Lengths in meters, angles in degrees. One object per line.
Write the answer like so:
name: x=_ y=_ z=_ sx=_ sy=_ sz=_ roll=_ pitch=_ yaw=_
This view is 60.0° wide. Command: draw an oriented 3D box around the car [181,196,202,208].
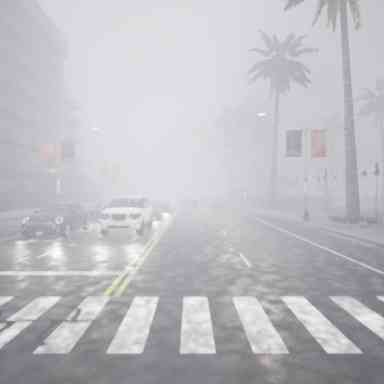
car: x=-0.155 y=1.406 z=45.967 sx=1.882 sy=1.535 sz=5.008 roll=0 pitch=0 yaw=-3

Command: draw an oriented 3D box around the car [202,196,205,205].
car: x=2.157 y=1.390 z=56.753 sx=1.882 sy=1.535 sz=5.008 roll=0 pitch=0 yaw=-12

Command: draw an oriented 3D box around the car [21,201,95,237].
car: x=-7.041 y=1.325 z=17.600 sx=2.097 sy=1.767 sz=4.553 roll=0 pitch=0 yaw=1

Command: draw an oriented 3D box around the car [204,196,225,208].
car: x=3.372 y=1.420 z=46.444 sx=2.128 sy=1.511 sz=4.902 roll=0 pitch=0 yaw=-4

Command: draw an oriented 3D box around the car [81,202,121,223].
car: x=-7.036 y=1.523 z=26.229 sx=1.994 sy=1.385 sz=4.181 roll=0 pitch=0 yaw=0

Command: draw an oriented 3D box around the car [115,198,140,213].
car: x=-7.000 y=1.469 z=36.380 sx=1.812 sy=1.442 sz=4.674 roll=0 pitch=0 yaw=0

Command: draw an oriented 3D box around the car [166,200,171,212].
car: x=-3.501 y=1.541 z=38.403 sx=1.895 sy=1.301 sz=4.718 roll=0 pitch=0 yaw=0

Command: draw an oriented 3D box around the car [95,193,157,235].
car: x=-3.528 y=1.192 z=18.799 sx=2.150 sy=2.045 sz=5.566 roll=0 pitch=0 yaw=0

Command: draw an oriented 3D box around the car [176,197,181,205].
car: x=-1.466 y=1.459 z=57.168 sx=2.033 sy=1.411 sz=5.357 roll=0 pitch=0 yaw=-12

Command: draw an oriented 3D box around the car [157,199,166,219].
car: x=-3.516 y=1.482 z=28.309 sx=1.812 sy=1.442 sz=4.674 roll=0 pitch=0 yaw=1
